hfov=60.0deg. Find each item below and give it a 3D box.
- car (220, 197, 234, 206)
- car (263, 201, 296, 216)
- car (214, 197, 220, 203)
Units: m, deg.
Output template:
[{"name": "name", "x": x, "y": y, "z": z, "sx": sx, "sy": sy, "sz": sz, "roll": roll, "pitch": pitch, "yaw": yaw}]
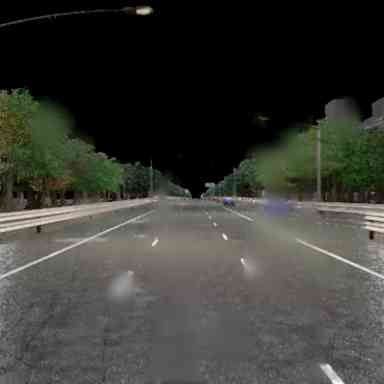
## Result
[{"name": "car", "x": 6.860, "y": 1.840, "z": 62.798, "sx": 1.882, "sy": 1.535, "sz": 5.008, "roll": 0, "pitch": 0, "yaw": 1}, {"name": "car", "x": 9.440, "y": 1.719, "z": 36.315, "sx": 1.882, "sy": 1.535, "sz": 5.008, "roll": 0, "pitch": 0, "yaw": -12}, {"name": "car", "x": 7.049, "y": 2.030, "z": 82.519, "sx": 1.812, "sy": 1.442, "sz": 4.674, "roll": 0, "pitch": 0, "yaw": 0}]
